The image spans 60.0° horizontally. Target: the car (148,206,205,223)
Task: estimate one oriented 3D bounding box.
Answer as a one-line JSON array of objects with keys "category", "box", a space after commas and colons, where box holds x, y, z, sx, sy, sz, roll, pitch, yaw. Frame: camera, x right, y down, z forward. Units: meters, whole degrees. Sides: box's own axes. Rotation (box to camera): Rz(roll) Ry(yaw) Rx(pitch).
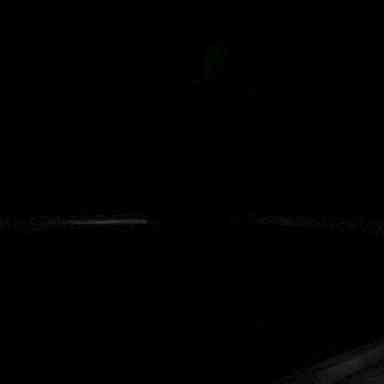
[{"category": "car", "box": [-1.054, 1.638, 25.667, 4.718, 1.301, 1.895, 1, 0, -12]}]
